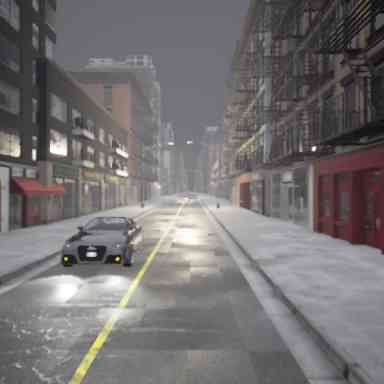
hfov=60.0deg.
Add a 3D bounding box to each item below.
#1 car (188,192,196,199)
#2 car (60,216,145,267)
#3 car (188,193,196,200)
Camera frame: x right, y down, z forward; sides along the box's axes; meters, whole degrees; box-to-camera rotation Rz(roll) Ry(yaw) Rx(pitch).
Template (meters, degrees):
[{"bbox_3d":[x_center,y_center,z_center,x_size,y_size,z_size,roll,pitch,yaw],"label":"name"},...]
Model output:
[{"bbox_3d":[-0.008,0.865,82.302,1.812,1.442,4.674,0,0,0],"label":"car"},{"bbox_3d":[-2.751,1.514,11.099,1.994,1.385,4.181,0,0,0],"label":"car"},{"bbox_3d":[-0.007,1.123,72.332,1.895,1.301,4.718,0,0,0],"label":"car"}]
